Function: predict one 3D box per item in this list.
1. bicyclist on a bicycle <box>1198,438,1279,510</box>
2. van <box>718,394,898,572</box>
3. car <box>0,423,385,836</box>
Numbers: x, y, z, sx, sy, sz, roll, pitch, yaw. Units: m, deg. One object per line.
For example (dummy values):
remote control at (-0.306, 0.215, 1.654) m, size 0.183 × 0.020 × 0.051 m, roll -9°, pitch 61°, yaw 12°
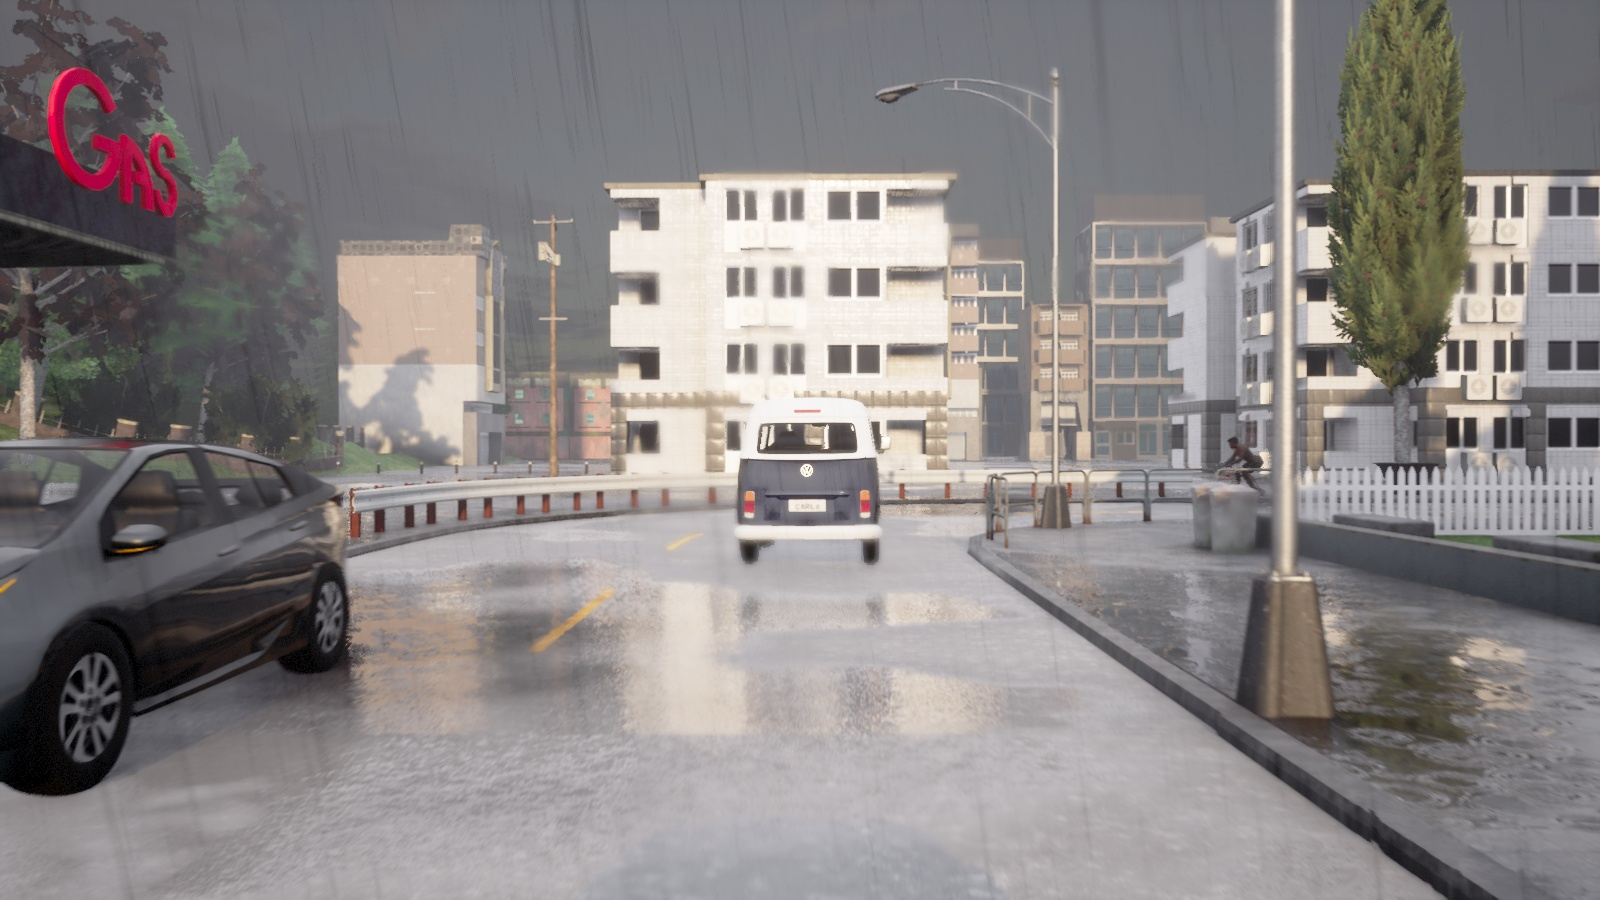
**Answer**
bicyclist on a bicycle at (10.061, 0.541, 28.834) m, size 1.656 × 1.620 × 0.582 m, roll 0°, pitch 0°, yaw 0°
van at (0.221, 0.374, 16.740) m, size 2.069 × 2.038 × 4.480 m, roll 0°, pitch 0°, yaw 3°
car at (-3.951, 0.652, 6.625) m, size 2.007 × 1.525 × 4.514 m, roll 0°, pitch 0°, yaw 0°
